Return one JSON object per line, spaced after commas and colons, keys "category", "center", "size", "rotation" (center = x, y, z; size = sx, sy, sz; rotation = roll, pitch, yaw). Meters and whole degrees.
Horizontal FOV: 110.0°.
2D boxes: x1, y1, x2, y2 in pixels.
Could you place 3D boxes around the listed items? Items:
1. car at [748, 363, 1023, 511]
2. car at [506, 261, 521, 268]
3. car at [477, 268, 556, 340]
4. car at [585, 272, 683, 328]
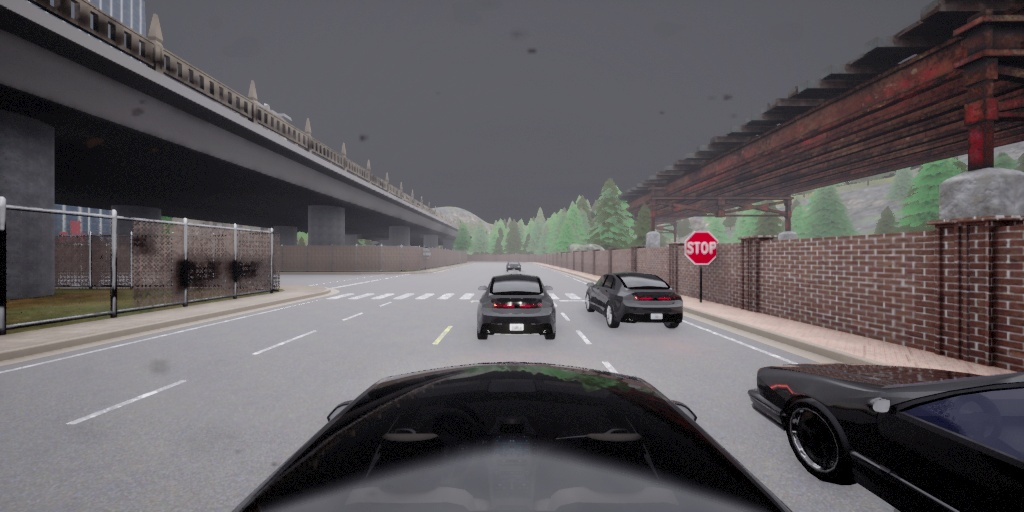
{"category": "car", "center": [3.600, 1.297, 1.588], "size": [2.033, 1.411, 5.357], "rotation": [0, 0, 0]}
{"category": "car", "center": [0.205, 1.351, 46.264], "size": [1.895, 1.301, 4.718], "rotation": [0, 0, -1]}
{"category": "car", "center": [0.103, 1.255, 9.977], "size": [1.837, 1.490, 4.892], "rotation": [0, 0, 0]}
{"category": "car", "center": [3.605, 1.255, 11.334], "size": [1.837, 1.490, 4.892], "rotation": [0, 0, 0]}
